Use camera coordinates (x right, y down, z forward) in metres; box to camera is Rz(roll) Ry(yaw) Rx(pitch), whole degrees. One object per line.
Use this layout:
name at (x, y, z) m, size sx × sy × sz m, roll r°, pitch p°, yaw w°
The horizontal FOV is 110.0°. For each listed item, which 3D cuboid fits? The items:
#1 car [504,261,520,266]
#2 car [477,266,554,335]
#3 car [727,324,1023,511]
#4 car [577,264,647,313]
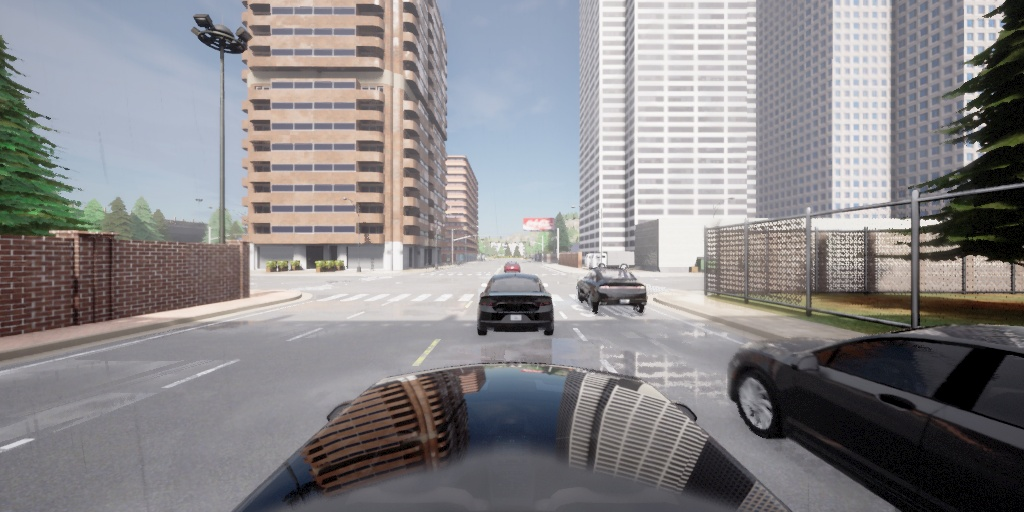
car at (0.019, 1.314, 44.283) m, size 1.994 × 1.385 × 4.181 m, roll 0°, pitch 0°, yaw -1°
car at (0.084, 1.228, 10.489) m, size 1.882 × 1.535 × 5.008 m, roll 0°, pitch 0°, yaw 0°
car at (3.603, 1.257, 2.505) m, size 1.837 × 1.490 × 4.892 m, roll 0°, pitch 0°, yaw 0°
car at (3.723, 1.242, 14.006) m, size 2.128 × 1.511 × 4.902 m, roll 0°, pitch 0°, yaw 2°
